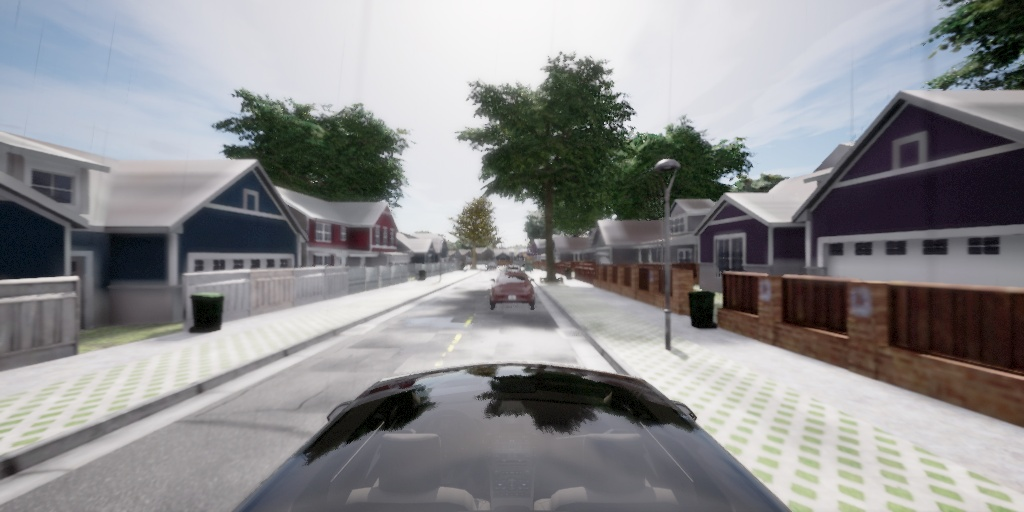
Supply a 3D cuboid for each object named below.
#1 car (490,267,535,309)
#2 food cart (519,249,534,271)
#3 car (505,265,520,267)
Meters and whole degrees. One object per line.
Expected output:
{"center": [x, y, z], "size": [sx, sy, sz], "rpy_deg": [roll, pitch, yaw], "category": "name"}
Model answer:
{"center": [0.033, 1.408, 15.758], "size": [1.812, 1.442, 4.674], "rpy_deg": [0, 0, 1], "category": "car"}
{"center": [2.674, 0.739, 58.646], "size": [2.280, 3.560, 4.660], "rpy_deg": [0, 0, -3], "category": "food cart"}
{"center": [0.033, 1.523, 30.361], "size": [1.837, 1.490, 4.892], "rpy_deg": [0, 0, 1], "category": "car"}
